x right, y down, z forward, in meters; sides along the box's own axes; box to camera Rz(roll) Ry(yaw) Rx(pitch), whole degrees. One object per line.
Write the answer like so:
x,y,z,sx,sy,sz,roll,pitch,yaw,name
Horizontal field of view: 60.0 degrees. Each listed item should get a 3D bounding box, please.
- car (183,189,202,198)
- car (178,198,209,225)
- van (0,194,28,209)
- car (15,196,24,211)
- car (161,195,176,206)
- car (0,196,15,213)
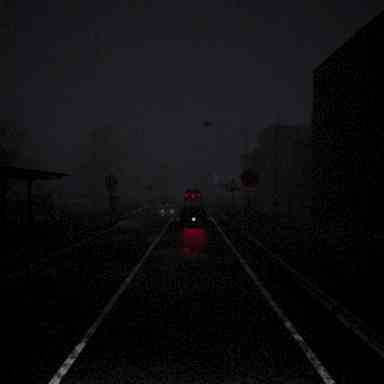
0.102,0.743,41.582,2.150,2.045,5.566,0,-4,0,car
0.107,1.439,23.474,1.837,1.490,4.892,0,1,0,car
-21.995,1.235,40.125,4.442,1.987,1.878,0,0,0,van
-22.139,1.491,37.351,4.792,1.488,2.163,0,0,0,car
-3.260,1.174,46.419,2.033,1.411,5.357,0,1,0,car
-21.921,1.459,34.574,5.366,1.575,1.946,0,0,0,car
